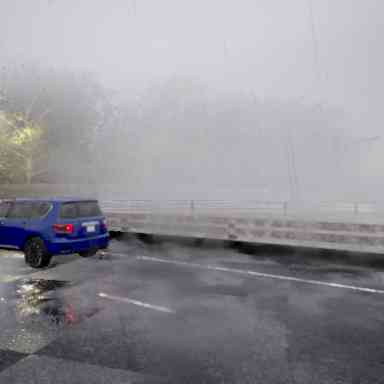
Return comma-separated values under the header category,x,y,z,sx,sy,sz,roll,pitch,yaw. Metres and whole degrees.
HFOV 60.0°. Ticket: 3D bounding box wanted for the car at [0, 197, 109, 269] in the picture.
category,x,y,z,sx,sy,sz,roll,pitch,yaw
car,-5.336,1.193,11.222,5.566,2.045,2.150,0,0,30
